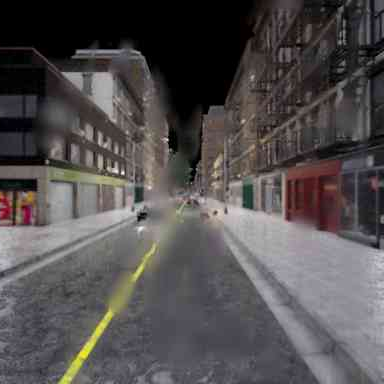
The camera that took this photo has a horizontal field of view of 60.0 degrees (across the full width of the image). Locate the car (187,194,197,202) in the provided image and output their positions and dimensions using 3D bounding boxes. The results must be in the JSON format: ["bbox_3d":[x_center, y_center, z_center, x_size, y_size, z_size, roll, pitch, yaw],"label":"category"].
[{"bbox_3d":[0.001,1.312,78.584,2.097,1.767,4.553,0,0,0],"label":"car"}]

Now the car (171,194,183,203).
[{"bbox_3d":[-3.000,1.331,67.250,2.097,1.767,4.553,0,0,0],"label":"car"}]

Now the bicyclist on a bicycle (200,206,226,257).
[{"bbox_3d":[0.825,1.432,11.896,0.866,1.612,1.509,0,0,0],"label":"bicyclist on a bicycle"}]

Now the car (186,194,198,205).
[{"bbox_3d":[0.092,1.502,57.910,1.812,1.442,4.674,0,0,0],"label":"car"}]

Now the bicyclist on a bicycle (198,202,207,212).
[{"bbox_3d":[0.808,1.430,20.884,0.866,1.612,1.509,0,0,0],"label":"bicyclist on a bicycle"}]

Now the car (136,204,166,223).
[{"bbox_3d":[-3.098,1.593,25.880,1.895,1.301,4.718,0,0,0],"label":"car"}]
